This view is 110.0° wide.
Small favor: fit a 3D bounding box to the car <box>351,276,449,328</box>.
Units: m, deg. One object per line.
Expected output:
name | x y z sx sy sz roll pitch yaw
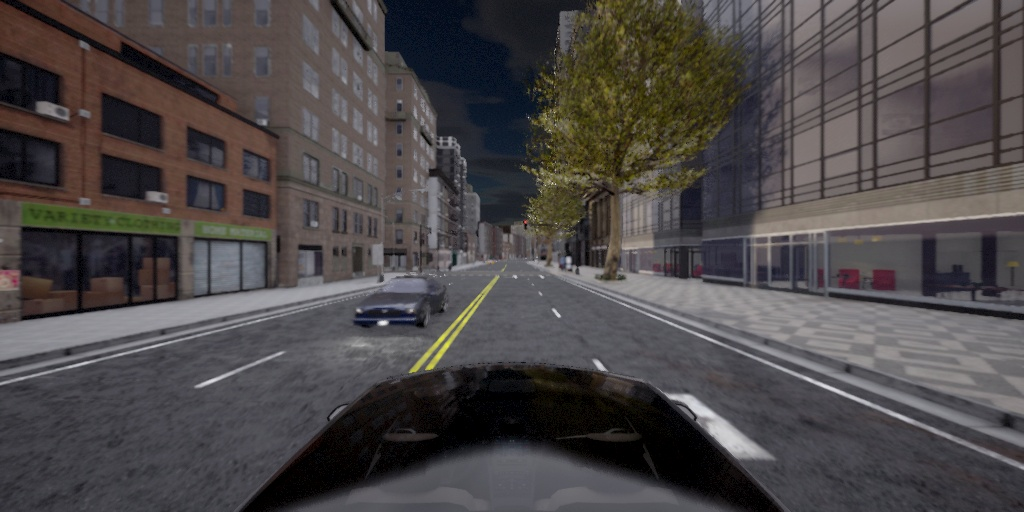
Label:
car | -3.350 1.384 11.989 2.033 1.411 5.357 0 -1 0
